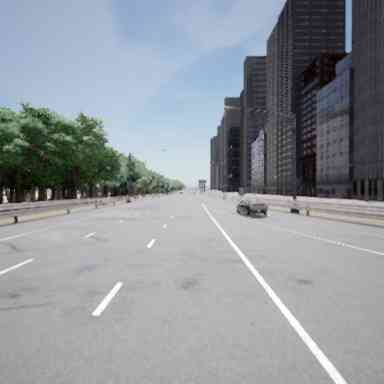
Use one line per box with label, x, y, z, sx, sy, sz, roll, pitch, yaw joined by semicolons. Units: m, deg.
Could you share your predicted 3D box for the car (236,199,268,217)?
car;5.526;1.437;31.185;2.128;1.511;4.902;0;0;-7
